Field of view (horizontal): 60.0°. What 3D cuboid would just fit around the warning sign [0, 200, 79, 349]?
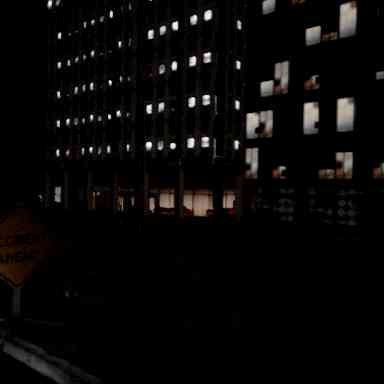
[{"bbox_3d":[-2.584,1.072,4.931,1.060,1.860,1.300,2,0,35],"label":"warning sign"}]
